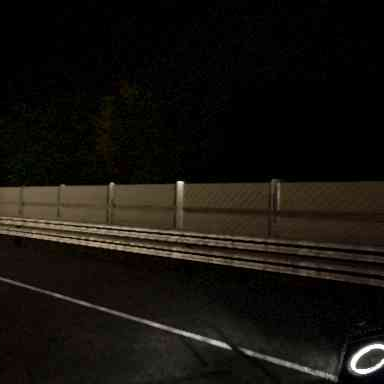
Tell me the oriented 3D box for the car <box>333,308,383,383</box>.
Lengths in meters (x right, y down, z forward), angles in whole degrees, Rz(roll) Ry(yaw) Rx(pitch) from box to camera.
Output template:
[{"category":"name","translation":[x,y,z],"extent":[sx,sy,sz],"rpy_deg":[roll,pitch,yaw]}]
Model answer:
[{"category":"car","translation":[3.573,1.517,2.554],"extent":[4.553,1.767,2.097],"rpy_deg":[0,-2,35]}]
